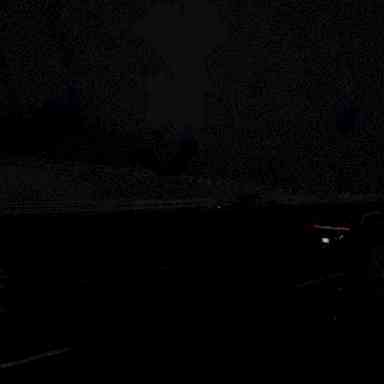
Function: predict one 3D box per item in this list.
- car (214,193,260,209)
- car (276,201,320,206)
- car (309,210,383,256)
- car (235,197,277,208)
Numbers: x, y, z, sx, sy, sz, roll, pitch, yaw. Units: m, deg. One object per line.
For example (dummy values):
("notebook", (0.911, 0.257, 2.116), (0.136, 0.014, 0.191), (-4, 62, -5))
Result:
("car", (4.756, 1.114, 33.673), (5.566, 2.045, 2.150), (0, 0, -37))
("car", (9.785, 1.491, 28.696), (4.718, 1.301, 1.895), (0, 0, -37))
("car", (6.553, 1.440, 12.921), (4.902, 1.511, 2.128), (0, 0, -37))
("car", (6.844, 1.441, 30.866), (5.357, 1.411, 2.033), (0, 0, -37))
